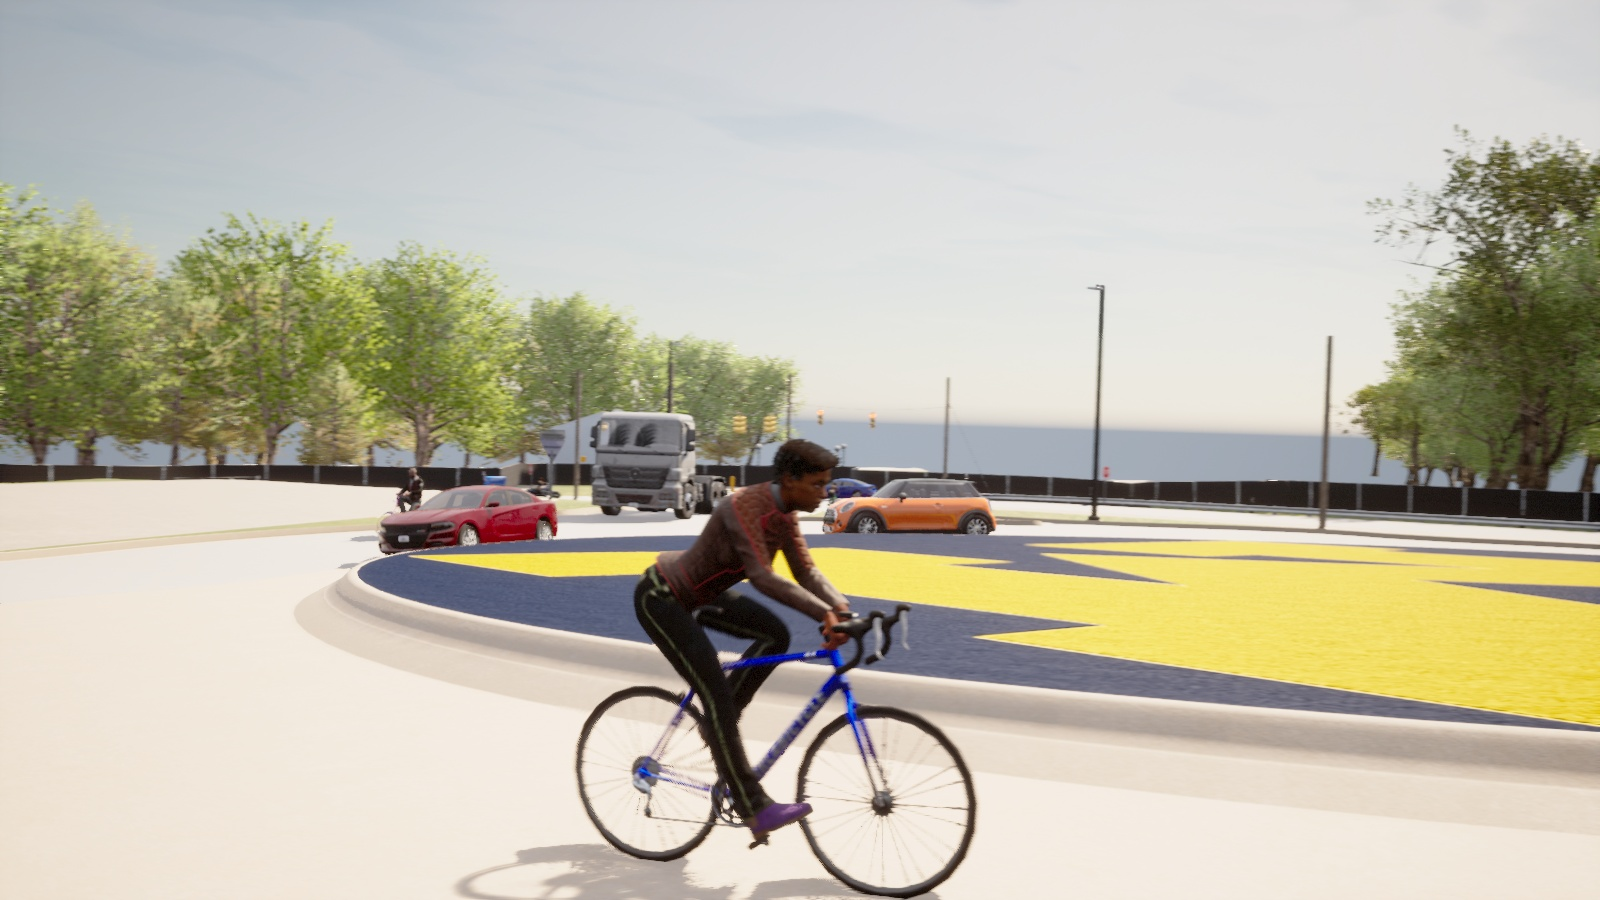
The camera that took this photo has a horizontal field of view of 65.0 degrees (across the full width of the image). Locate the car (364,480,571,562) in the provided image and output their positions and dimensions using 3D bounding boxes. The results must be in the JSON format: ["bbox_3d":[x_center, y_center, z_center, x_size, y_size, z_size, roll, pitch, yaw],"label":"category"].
[{"bbox_3d":[-7.055,1.476,27.273,1.882,1.535,5.008,-3,-2,18],"label":"car"}]

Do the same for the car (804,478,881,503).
[{"bbox_3d":[2.969,2.797,87.291,5.008,1.535,1.882,1,1,18],"label":"car"}]

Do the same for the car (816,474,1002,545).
[{"bbox_3d":[2.898,1.595,33.882,4.553,1.767,2.097,2,-2,-12],"label":"car"}]

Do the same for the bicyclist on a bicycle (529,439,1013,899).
[{"bbox_3d":[-0.117,0.785,4.613,1.656,1.620,0.582,1,-1,24],"label":"bicyclist on a bicycle"}]

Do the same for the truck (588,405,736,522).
[{"bbox_3d":[-4.442,0.448,42.426,2.891,3.462,7.936,3,0,9],"label":"truck"}]

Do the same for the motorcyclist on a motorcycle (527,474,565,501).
[{"bbox_3d":[-16.892,2.507,83.537,2.350,1.649,0.766,2,1,-20],"label":"motorcyclist on a motorcycle"}]
